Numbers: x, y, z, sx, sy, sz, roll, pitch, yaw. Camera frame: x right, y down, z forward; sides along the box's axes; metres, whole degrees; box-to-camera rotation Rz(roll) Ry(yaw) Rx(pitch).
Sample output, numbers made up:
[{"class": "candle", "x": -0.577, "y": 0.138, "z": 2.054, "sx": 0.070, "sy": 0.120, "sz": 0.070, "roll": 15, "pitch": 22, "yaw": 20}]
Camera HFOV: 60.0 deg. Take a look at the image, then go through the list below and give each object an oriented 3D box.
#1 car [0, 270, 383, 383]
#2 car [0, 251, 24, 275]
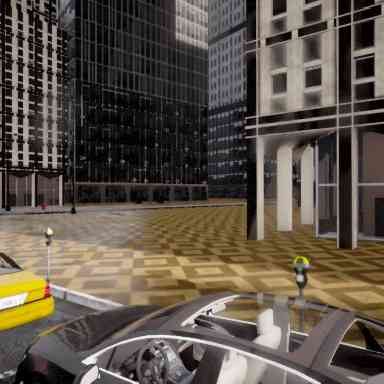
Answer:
[{"class": "car", "x": 0.290, "y": 1.551, "z": 2.670, "sx": 4.403, "sy": 1.369, "sz": 2.008, "roll": 0, "pitch": 0, "yaw": 36}, {"class": "car", "x": -4.464, "y": 1.525, "z": 6.064, "sx": 4.829, "sy": 1.417, "sz": 1.752, "roll": 0, "pitch": 0, "yaw": 36}]
